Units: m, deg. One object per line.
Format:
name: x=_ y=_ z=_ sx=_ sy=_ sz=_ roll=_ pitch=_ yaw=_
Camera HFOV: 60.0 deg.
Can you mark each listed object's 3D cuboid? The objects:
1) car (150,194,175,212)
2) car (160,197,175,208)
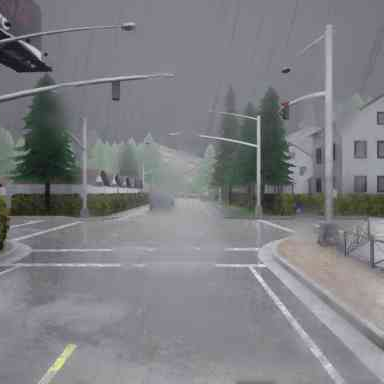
car: x=-3.579 y=1.221 z=38.998 sx=2.150 sy=2.045 sz=5.566 roll=0 pitch=0 yaw=0
car: x=-3.553 y=1.526 z=48.860 sx=1.812 sy=1.442 sz=4.674 roll=0 pitch=0 yaw=0
